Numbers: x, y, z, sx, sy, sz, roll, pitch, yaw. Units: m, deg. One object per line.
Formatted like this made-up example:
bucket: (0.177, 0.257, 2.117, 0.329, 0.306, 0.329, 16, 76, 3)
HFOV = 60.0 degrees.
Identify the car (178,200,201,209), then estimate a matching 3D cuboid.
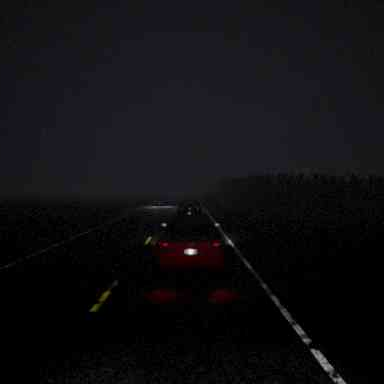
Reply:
car: (-0.214, 1.311, 28.173, 1.895, 1.301, 4.718, 0, 1, 0)

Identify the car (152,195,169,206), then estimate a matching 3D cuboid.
car: (-4.053, 1.070, 44.125, 1.812, 1.442, 4.674, 0, 1, 0)

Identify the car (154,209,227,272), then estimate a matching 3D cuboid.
car: (-0.041, 1.456, 10.411, 1.994, 1.385, 4.181, 0, 1, 0)
